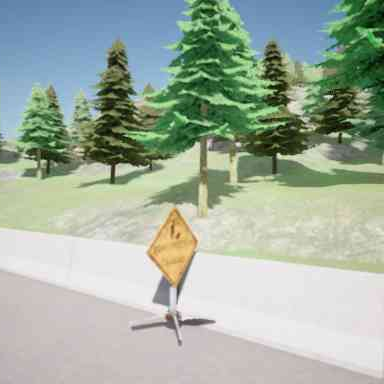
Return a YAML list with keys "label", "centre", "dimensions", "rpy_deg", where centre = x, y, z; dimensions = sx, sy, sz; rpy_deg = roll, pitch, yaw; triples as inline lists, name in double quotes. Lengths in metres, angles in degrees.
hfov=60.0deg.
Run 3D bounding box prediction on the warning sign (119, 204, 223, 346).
- label: "warning sign"
  centre: [-0.305, 1.150, 5.326]
  dimensions: [1.060, 1.860, 1.300]
  rpy_deg: [-1, 0, 36]
